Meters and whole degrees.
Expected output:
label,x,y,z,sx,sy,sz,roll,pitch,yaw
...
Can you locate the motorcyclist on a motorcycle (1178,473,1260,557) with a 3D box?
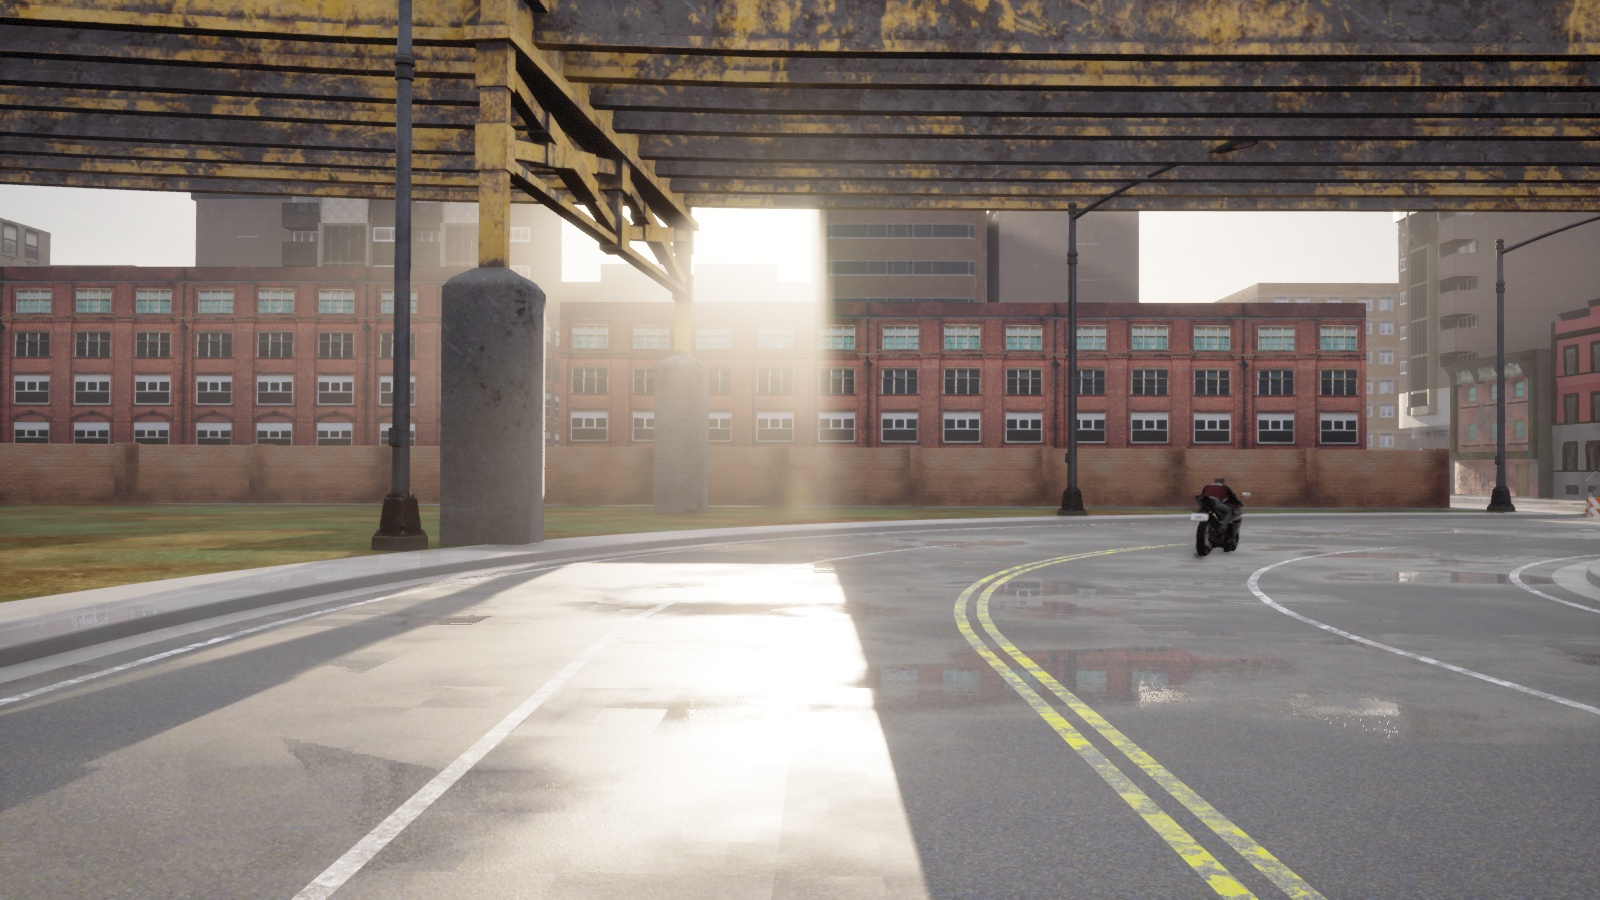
label,x,y,z,sx,sy,sz,roll,pitch,yaw
motorcyclist on a motorcycle,8.124,1.224,24.297,0.866,1.530,2.191,0,-1,36
